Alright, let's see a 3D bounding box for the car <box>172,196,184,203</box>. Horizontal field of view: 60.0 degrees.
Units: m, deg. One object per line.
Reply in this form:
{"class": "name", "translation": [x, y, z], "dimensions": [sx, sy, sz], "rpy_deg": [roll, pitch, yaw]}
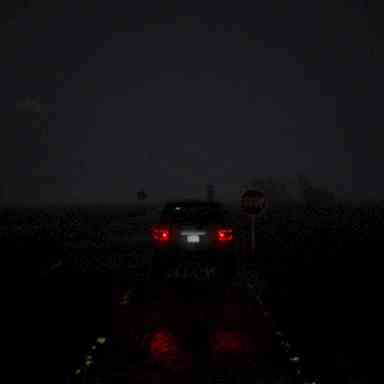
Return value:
{"class": "car", "translation": [-2.746, 1.489, 66.822], "dimensions": [2.033, 1.411, 5.357], "rpy_deg": [0, 0, 0]}

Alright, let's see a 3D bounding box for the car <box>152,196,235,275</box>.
{"class": "car", "translation": [0.055, 1.207, 10.569], "dimensions": [2.150, 2.045, 5.566], "rpy_deg": [0, 0, 0]}

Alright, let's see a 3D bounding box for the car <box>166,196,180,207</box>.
{"class": "car", "translation": [-2.820, 1.454, 51.132], "dimensions": [1.837, 1.490, 4.892], "rpy_deg": [0, 0, 0]}
